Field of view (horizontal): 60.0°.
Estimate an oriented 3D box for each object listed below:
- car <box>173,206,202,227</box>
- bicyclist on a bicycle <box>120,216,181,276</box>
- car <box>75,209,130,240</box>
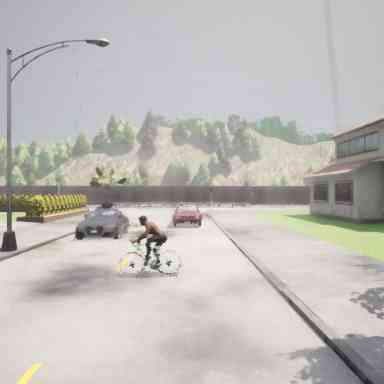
[{"bbox_3d":[-0.319,1.601,22.903,1.895,1.301,4.718,0,0,-1],"label":"car"},{"bbox_3d":[-1.124,1.449,8.874,1.656,1.620,0.582,-2,0,-2],"label":"bicyclist on a bicycle"},{"bbox_3d":[-4.378,1.563,16.785,1.994,1.385,4.181,0,0,-1],"label":"car"}]
